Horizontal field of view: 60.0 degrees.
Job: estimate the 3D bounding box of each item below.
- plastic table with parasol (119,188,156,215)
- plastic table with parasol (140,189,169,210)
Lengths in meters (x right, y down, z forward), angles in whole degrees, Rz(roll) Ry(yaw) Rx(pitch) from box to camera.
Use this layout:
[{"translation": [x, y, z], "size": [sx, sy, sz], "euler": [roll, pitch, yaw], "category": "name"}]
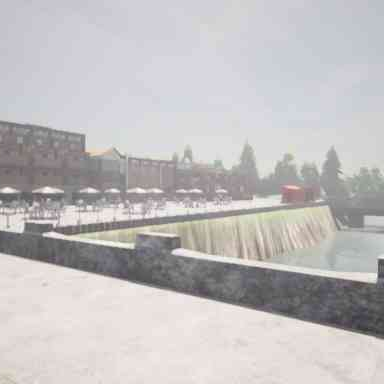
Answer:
[{"translation": [-5.327, 0.858, 32.529], "size": [2.482, 2.480, 2.482], "euler": [0, 0, 35], "category": "plastic table with parasol"}, {"translation": [-4.569, 0.847, 40.217], "size": [2.482, 2.480, 2.482], "euler": [0, 0, 35], "category": "plastic table with parasol"}]
